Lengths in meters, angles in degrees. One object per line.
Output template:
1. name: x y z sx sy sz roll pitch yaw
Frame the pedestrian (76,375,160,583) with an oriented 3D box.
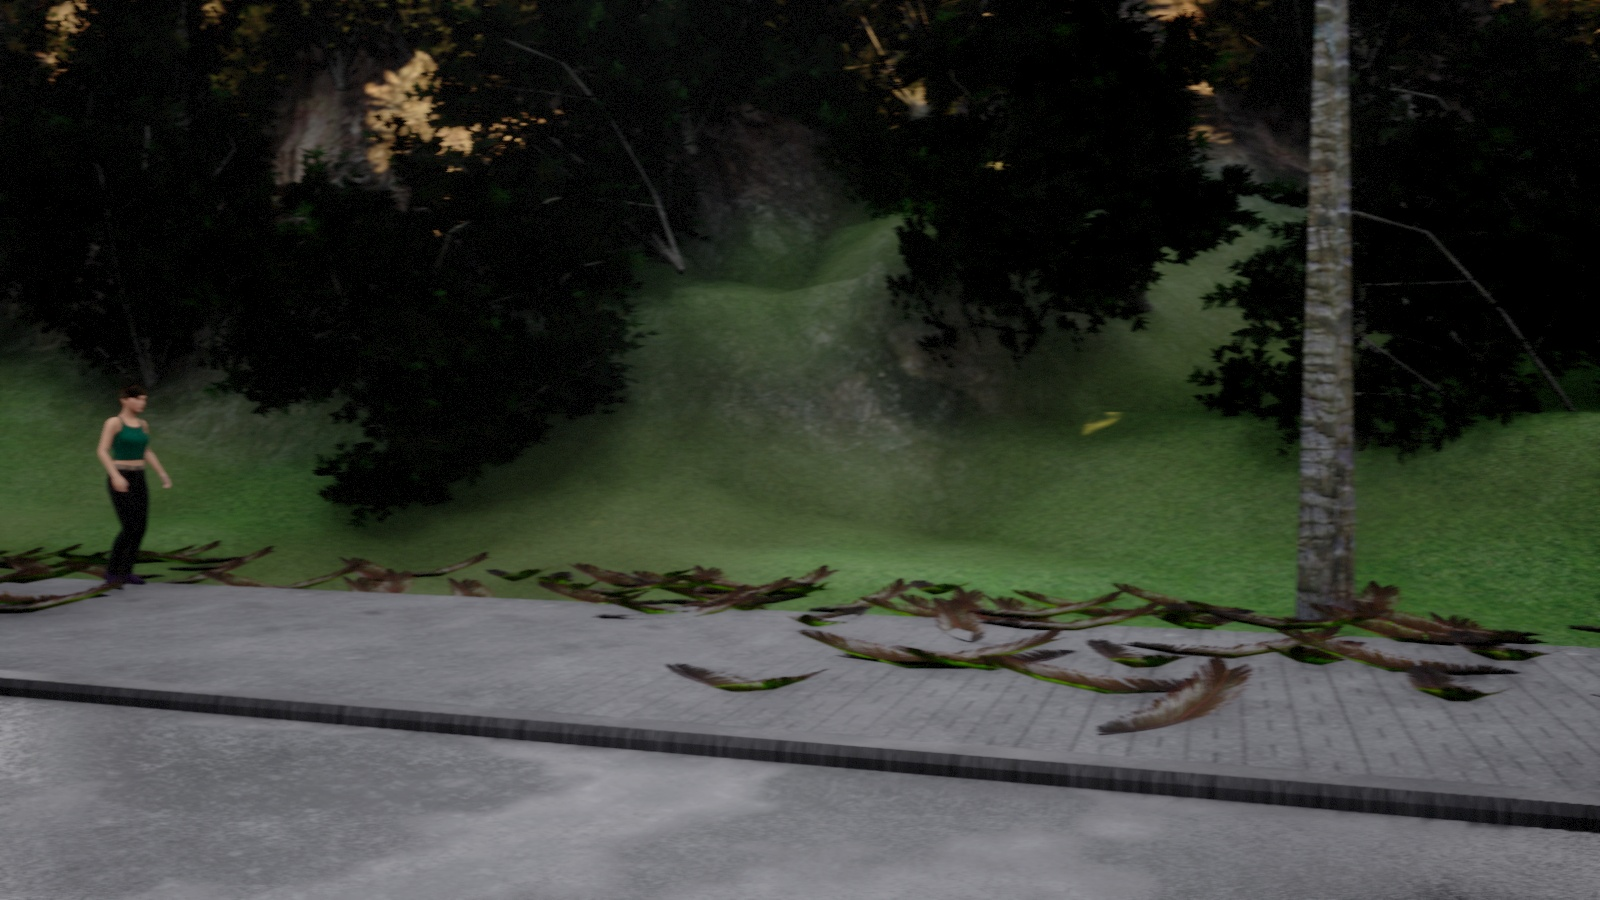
1. pedestrian: -6.143 0.251 11.320 0.594 1.836 0.345 1 1 18
